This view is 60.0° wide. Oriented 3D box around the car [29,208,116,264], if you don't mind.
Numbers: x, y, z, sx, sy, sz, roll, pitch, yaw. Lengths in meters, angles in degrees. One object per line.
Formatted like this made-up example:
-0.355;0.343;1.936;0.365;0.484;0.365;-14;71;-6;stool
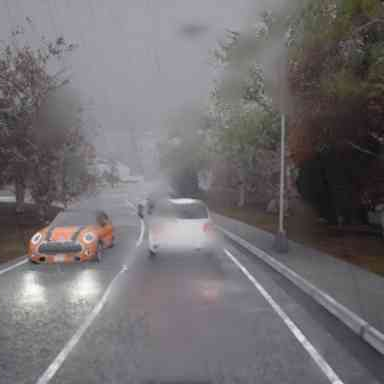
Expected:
-4.114;1.419;12.127;2.097;1.767;4.553;0;0;-4;car

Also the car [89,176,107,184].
-24.887;-2.985;86.202;5.566;2.045;2.150;-1;4;-3;car

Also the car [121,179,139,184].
-16.427;-2.778;87.572;4.718;1.301;1.895;2;5;24;car

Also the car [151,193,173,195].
-2.683;1.074;28.845;2.150;2.045;5.566;-1;2;-11;car

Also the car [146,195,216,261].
-0.452;1.268;12.688;2.150;2.045;5.566;0;0;-4;car
